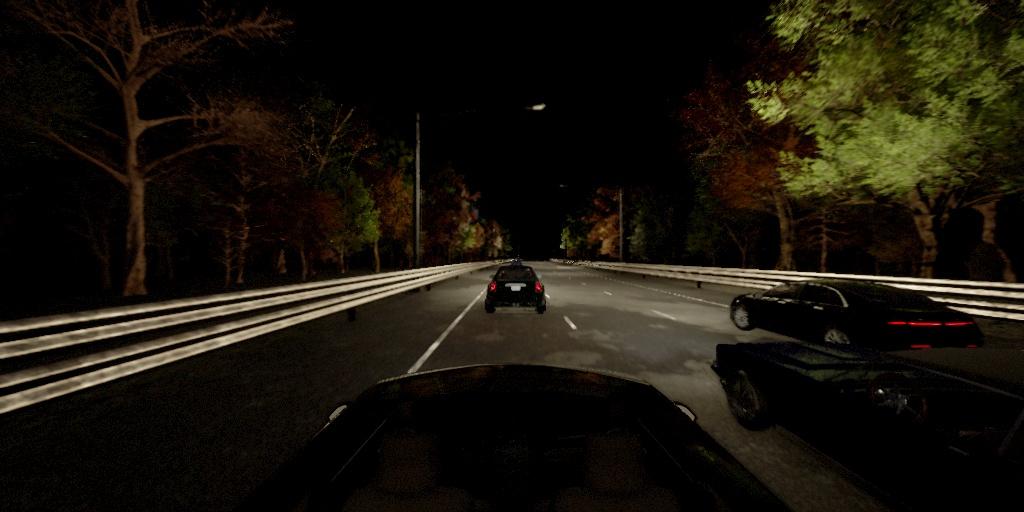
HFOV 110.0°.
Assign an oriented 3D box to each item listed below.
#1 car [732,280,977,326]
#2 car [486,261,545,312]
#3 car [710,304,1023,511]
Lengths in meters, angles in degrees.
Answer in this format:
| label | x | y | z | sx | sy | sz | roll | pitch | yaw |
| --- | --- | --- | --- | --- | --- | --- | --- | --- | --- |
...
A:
| label | x | y | z | sx | sy | sz | roll | pitch | yaw |
| --- | --- | --- | --- | --- | --- | --- | --- | --- | --- |
| car | 7.113 | 1.287 | 8.242 | 1.837 | 1.490 | 4.892 | 0 | 0 | 0 |
| car | 0.144 | 1.152 | 14.573 | 2.097 | 1.767 | 4.553 | 0 | 0 | 0 |
| car | 3.600 | 1.357 | 2.687 | 1.895 | 1.301 | 4.718 | 0 | 0 | 0 |
